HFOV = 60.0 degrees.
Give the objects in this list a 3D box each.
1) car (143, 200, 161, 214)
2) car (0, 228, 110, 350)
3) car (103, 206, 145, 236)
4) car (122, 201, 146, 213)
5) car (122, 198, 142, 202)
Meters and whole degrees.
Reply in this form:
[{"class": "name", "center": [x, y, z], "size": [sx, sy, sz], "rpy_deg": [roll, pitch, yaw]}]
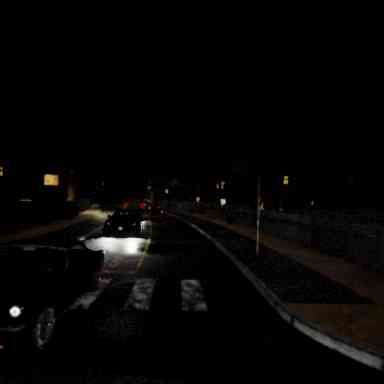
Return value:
[{"class": "car", "center": [-5.425, 2.222, 45.662], "size": [1.812, 1.442, 4.674], "rpy_deg": [2, -1, -13]}, {"class": "car", "center": [-3.073, 1.617, 6.345], "size": [1.895, 1.301, 4.718], "rpy_deg": [2, -1, -2]}, {"class": "car", "center": [-4.029, 1.796, 19.813], "size": [1.994, 1.385, 4.181], "rpy_deg": [2, -1, -6]}, {"class": "car", "center": [-5.882, 1.968, 33.308], "size": [1.812, 1.442, 4.674], "rpy_deg": [2, -1, -10]}, {"class": "car", "center": [-9.077, 1.882, 49.047], "size": [2.150, 2.045, 5.566], "rpy_deg": [2, -1, -14]}]
